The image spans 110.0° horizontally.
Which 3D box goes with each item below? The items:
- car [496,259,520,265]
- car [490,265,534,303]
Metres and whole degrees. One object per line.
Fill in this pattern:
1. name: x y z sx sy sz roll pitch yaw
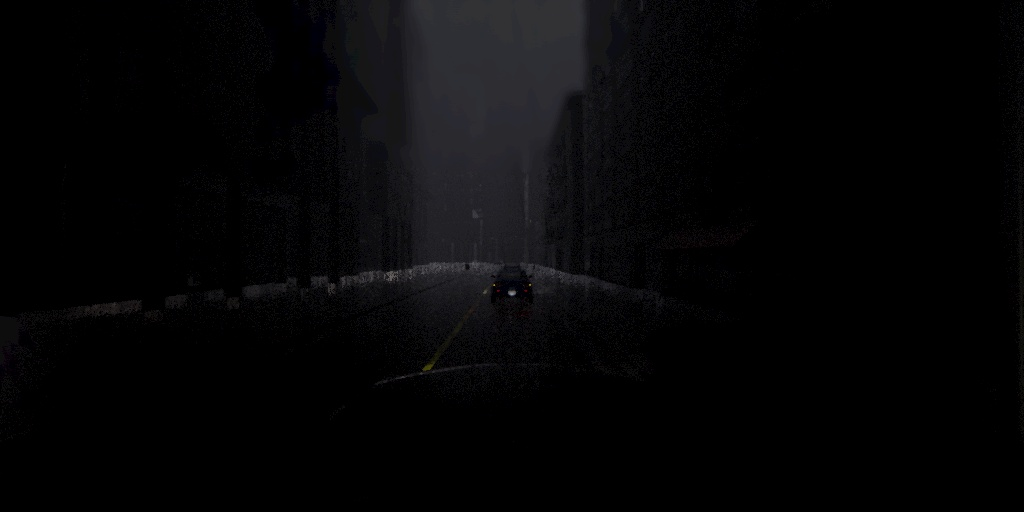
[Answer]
1. car: 0.000 1.295 31.501 2.128 1.511 4.902 0 0 0
2. car: 0.000 1.295 16.501 1.812 1.442 4.674 0 0 0
